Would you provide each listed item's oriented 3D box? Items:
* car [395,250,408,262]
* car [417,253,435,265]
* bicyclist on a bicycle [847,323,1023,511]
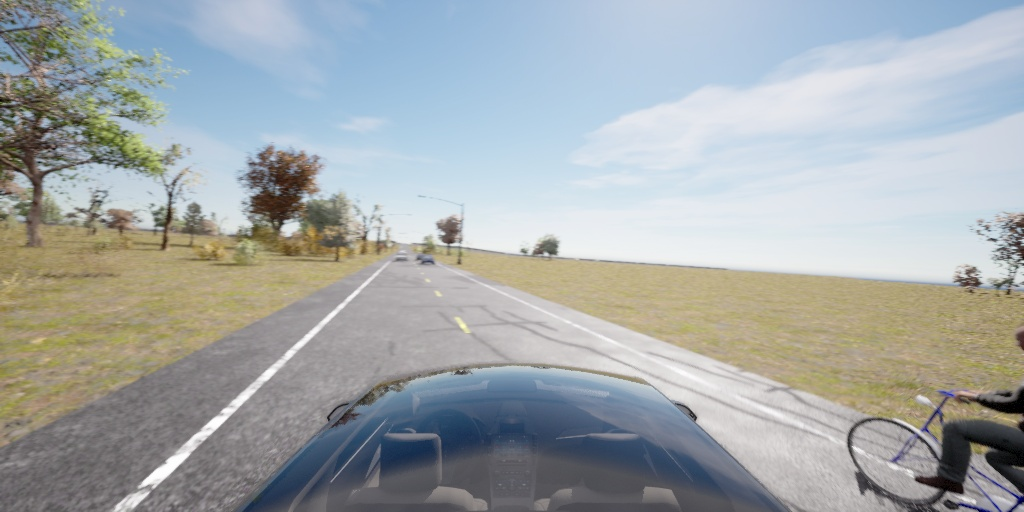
[{"bbox_3d":[-17.068,0.231,55.687,1.895,1.301,4.718,4,0,-16],"label":"car"},{"bbox_3d":[-12.471,0.480,53.026,2.033,1.411,5.357,4,0,-17],"label":"car"},{"bbox_3d":[3.690,1.363,2.764,0.659,1.776,1.843,4,0,-17],"label":"bicyclist on a bicycle"}]
